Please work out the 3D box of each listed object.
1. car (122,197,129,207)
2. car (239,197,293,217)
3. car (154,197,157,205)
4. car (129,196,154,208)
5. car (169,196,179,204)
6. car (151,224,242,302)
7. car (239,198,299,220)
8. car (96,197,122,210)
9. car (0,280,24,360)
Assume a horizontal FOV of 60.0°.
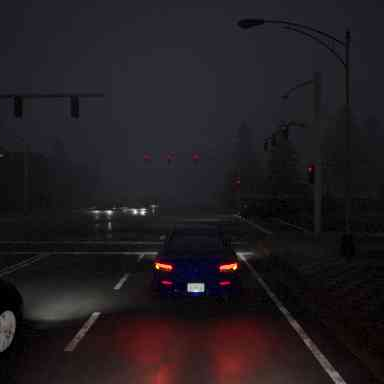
[{"bbox_3d":[-10.630,1.477,51.240,1.882,1.535,5.008,0,0,0],"label":"car"},{"bbox_3d":[6.855,1.352,31.203,4.553,1.767,2.097,0,0,0],"label":"car"},{"bbox_3d":[-7.105,1.505,57.332,1.837,1.490,4.892,0,0,1],"label":"car"},{"bbox_3d":[-7.108,1.491,47.257,2.128,1.511,4.902,0,0,0],"label":"car"},{"bbox_3d":[-3.472,1.477,65.274,1.882,1.535,5.008,0,0,0],"label":"car"},{"bbox_3d":[0.131,1.526,8.186,1.812,1.442,4.674,0,0,2],"label":"car"},{"bbox_3d":[6.321,1.492,27.409,4.902,1.511,2.128,0,0,-4],"label":"car"},{"bbox_3d":[-10.623,1.526,42.037,1.812,1.442,4.674,0,0,0],"label":"car"},{"bbox_3d":[-3.441,1.505,3.053,1.837,1.490,4.892,0,0,0],"label":"car"}]
